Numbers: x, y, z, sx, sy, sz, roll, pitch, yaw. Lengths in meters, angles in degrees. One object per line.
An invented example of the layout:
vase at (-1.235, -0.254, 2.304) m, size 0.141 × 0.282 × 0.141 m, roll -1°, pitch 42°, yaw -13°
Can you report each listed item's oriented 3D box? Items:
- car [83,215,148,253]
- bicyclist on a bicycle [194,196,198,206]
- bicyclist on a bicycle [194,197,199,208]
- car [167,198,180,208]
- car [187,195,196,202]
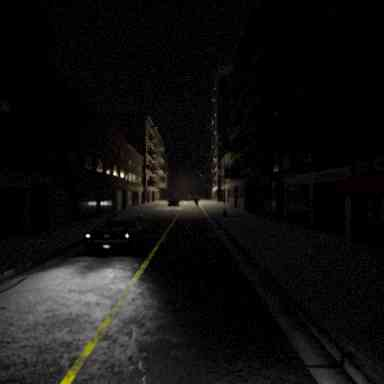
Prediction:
car at (-3.116, 1.710, 14.387) m, size 1.895 × 1.301 × 4.718 m, roll 0°, pitch 0°, yaw 0°
bicyclist on a bicycle at (0.760, 1.706, 62.613) m, size 0.659 × 1.776 × 1.843 m, roll 0°, pitch 0°, yaw 0°
bicyclist on a bicycle at (0.771, 1.763, 53.618) m, size 0.582 × 1.620 × 1.656 m, roll 0°, pitch 0°, yaw 0°
car at (-3.119, 1.821, 55.712) m, size 1.837 × 1.490 × 4.892 m, roll 0°, pitch 0°, yaw 0°
car at (-0.084, 1.728, 82.944) m, size 1.812 × 1.442 × 4.674 m, roll 0°, pitch 0°, yaw 0°
